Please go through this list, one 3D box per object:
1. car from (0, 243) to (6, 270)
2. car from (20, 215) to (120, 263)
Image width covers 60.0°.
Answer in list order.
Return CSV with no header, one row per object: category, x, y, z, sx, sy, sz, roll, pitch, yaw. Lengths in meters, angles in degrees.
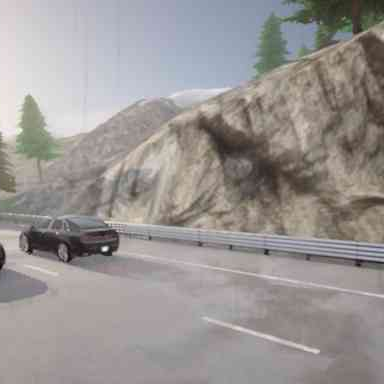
car,-7.501,1.681,10.315,4.181,1.385,1.994,0,-1,40
car,-4.737,1.631,12.568,4.892,1.490,1.837,0,0,40
